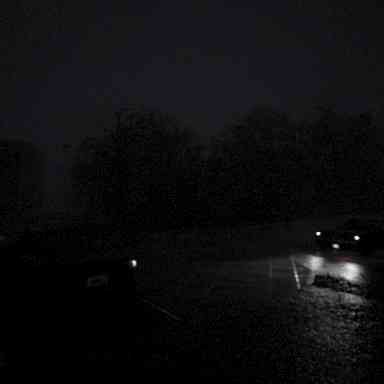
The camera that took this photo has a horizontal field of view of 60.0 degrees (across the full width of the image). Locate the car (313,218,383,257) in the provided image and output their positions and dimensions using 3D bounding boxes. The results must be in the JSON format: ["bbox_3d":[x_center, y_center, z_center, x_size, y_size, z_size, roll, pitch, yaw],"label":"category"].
[{"bbox_3d":[6.995,1.789,13.912,4.718,1.301,1.895,3,-1,-43],"label":"car"}]

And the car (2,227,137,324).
[{"bbox_3d":[-2.914,1.514,7.403,2.163,1.488,4.792,0,0,-35],"label":"car"}]
